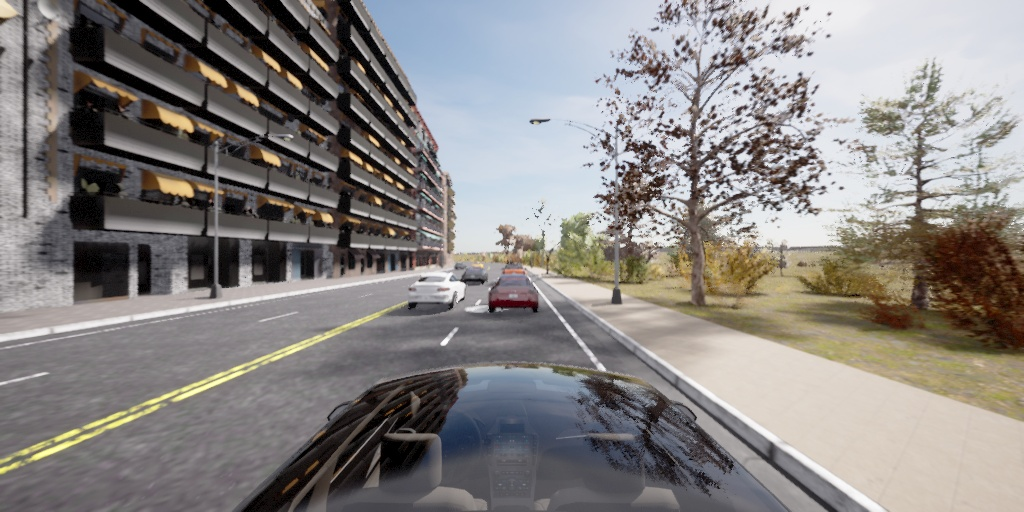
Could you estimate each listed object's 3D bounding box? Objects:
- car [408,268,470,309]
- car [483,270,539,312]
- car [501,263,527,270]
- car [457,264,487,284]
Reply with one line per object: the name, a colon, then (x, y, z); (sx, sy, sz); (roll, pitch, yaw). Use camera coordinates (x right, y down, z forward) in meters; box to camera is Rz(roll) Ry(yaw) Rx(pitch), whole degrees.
car: (-3.167, 1.418, 15.647); (1.812, 1.442, 4.674); (0, 0, 1)
car: (0.075, 1.452, 15.132); (1.994, 1.385, 4.181); (0, 0, 1)
car: (0.174, 1.395, 30.138); (2.097, 1.767, 4.553); (0, -1, 1)
car: (-3.074, 1.609, 30.239); (1.994, 1.385, 4.181); (0, -1, 1)
